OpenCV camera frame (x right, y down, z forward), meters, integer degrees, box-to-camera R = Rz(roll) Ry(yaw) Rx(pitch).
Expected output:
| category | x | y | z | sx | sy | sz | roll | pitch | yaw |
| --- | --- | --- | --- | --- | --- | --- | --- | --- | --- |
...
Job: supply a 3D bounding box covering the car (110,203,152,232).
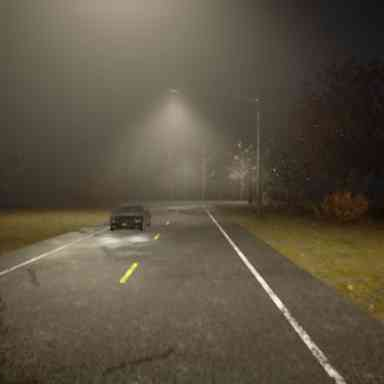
| category | x | y | z | sx | sy | sz | roll | pitch | yaw |
| --- | --- | --- | --- | --- | --- | --- | --- | --- | --- |
| car | -3.592 | 1.466 | 20.209 | 1.882 | 1.535 | 5.008 | 0 | 0 | 0 |
